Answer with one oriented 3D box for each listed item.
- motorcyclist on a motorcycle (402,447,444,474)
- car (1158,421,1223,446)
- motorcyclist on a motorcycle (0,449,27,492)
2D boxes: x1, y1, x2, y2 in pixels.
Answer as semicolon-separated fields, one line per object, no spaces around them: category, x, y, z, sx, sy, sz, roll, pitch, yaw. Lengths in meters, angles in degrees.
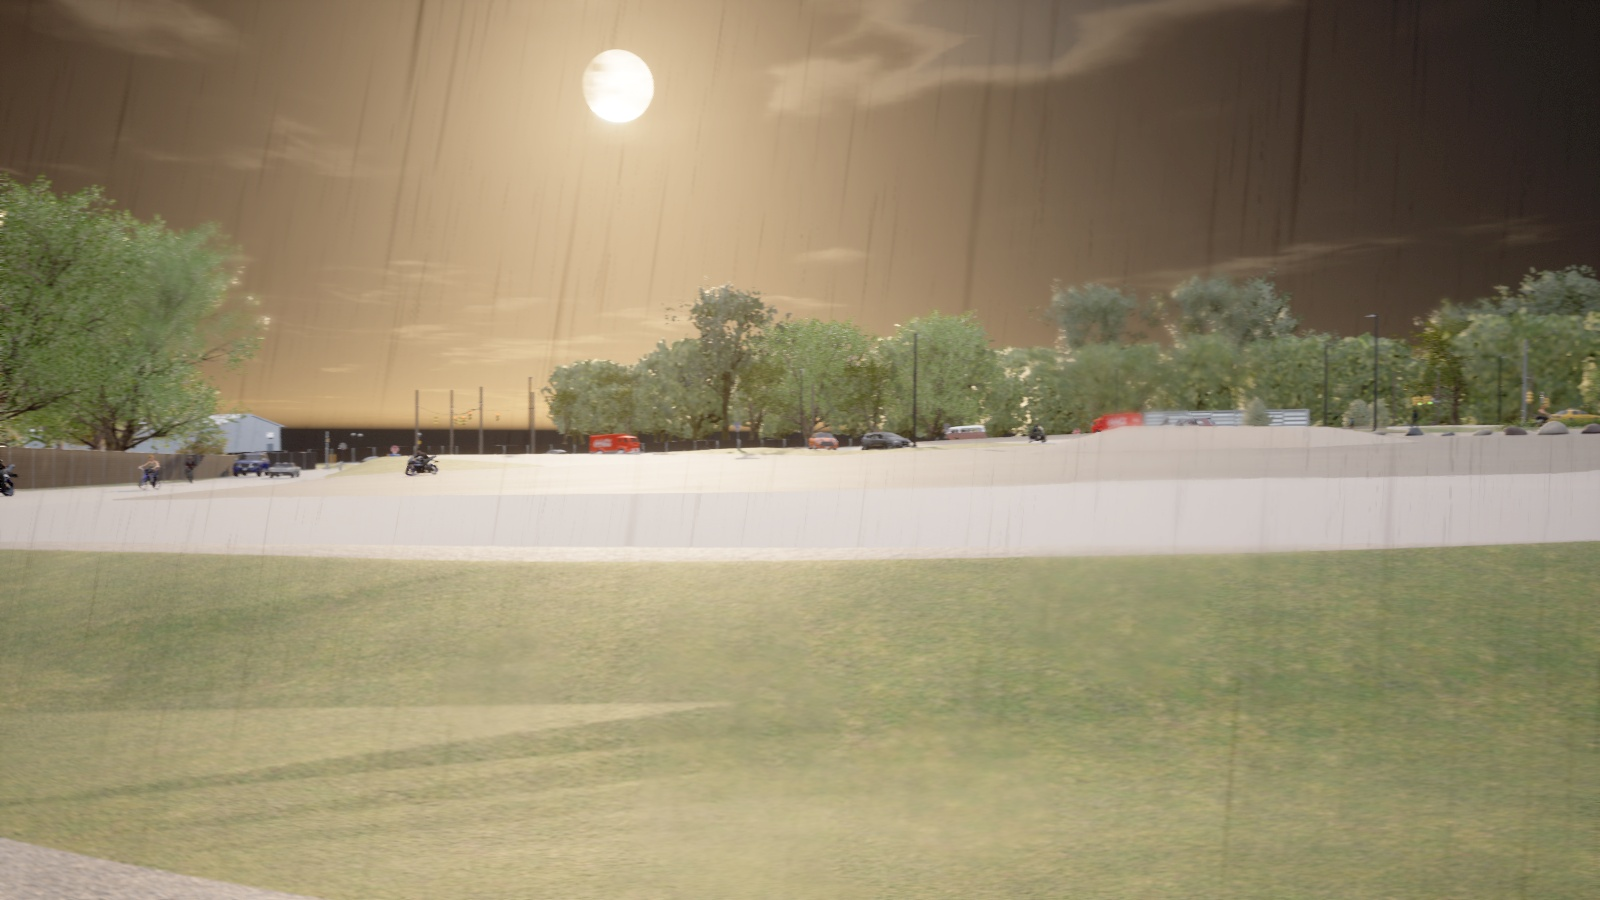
motorcyclist on a motorcycle;-22.265;0.627;74.142;0.866;1.530;2.191;-2;1;39
car;25.490;-1.086;81.938;3.633;1.501;1.845;-1;2;34
motorcyclist on a motorcycle;-28.643;0.732;44.680;0.866;1.530;2.191;1;-1;0
